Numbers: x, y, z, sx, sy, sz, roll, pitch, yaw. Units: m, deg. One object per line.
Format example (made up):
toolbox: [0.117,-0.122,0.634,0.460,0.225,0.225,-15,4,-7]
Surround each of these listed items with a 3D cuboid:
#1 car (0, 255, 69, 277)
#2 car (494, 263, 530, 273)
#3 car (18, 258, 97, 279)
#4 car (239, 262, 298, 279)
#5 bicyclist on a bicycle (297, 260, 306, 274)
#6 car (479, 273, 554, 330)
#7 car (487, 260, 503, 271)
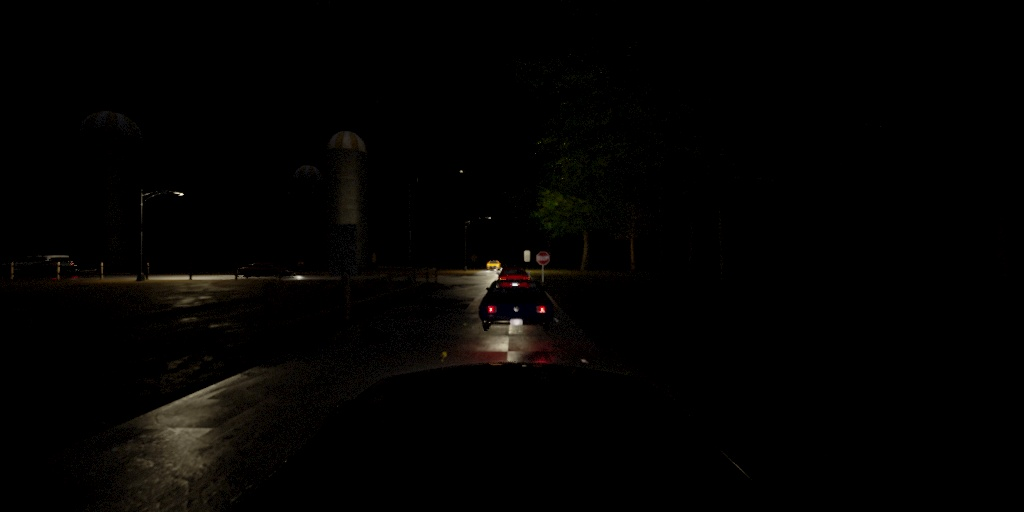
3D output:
car: [-46.747,0.955,35.348,5.566,2.045,2.150,0,0,0]
car: [0.075,1.311,20.185,1.812,1.442,4.674,0,0,-2]
car: [-40.788,1.216,32.508,5.008,1.535,1.882,0,0,0]
car: [-22.105,1.302,32.598,4.674,1.442,1.812,0,0,0]
bicyclist on a bicycle: [-22.681,1.234,38.575,0.582,1.620,1.656,0,0,0]
car: [0.117,1.355,11.082,1.895,1.301,4.718,0,0,0]
car: [-2.746,1.429,54.374,1.882,1.535,5.008,0,0,1]
